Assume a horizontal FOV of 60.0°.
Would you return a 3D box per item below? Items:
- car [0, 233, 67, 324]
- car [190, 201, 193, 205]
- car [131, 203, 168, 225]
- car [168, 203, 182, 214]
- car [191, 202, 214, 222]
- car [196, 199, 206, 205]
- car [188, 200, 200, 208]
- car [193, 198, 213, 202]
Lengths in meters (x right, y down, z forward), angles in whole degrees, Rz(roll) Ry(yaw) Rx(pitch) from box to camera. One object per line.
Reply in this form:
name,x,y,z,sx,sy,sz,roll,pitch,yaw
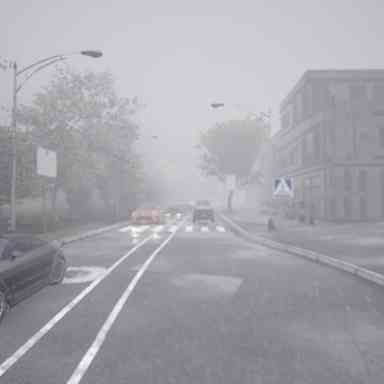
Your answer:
car,-4.170,1.564,6.696,1.994,1.385,4.181,0,0,1
car,-0.159,3.166,78.298,2.002,1.452,4.674,-2,1,6
car,-3.503,1.703,26.985,2.097,1.767,4.553,0,-1,2
car,-2.516,2.454,49.748,1.837,1.490,4.892,0,-2,4
car,1.077,1.937,31.196,1.882,1.535,5.008,0,-1,2
car,2.596,2.837,94.731,2.002,1.452,4.674,-1,1,14
car,0.542,2.989,84.400,2.097,1.535,5.008,1,2,11
car,1.682,2.185,50.609,2.150,2.045,5.566,0,-1,2
